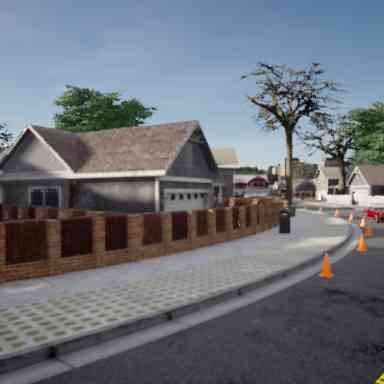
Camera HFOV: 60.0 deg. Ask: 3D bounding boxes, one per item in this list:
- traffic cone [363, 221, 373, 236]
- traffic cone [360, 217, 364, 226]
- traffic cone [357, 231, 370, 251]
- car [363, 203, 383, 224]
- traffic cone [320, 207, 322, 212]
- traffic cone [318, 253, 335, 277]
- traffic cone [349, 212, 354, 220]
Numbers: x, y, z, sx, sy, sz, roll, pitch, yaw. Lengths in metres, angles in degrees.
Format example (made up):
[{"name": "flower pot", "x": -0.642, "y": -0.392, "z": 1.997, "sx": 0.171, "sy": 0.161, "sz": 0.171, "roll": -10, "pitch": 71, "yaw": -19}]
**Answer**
[{"name": "traffic cone", "x": 8.869, "y": 1.879, "z": 16.670, "sx": 0.340, "sy": 0.580, "sz": 0.340, "roll": -1, "pitch": 0, "yaw": 27}, {"name": "traffic cone", "x": 10.800, "y": 1.856, "z": 20.968, "sx": 0.340, "sy": 0.580, "sz": 0.340, "roll": -1, "pitch": 0, "yaw": 21}, {"name": "traffic cone", "x": 6.457, "y": 1.906, "z": 12.623, "sx": 0.340, "sy": 0.580, "sz": 0.340, "roll": -1, "pitch": 0, "yaw": 34}, {"name": "car", "x": 13.544, "y": 1.473, "z": 23.389, "sx": 1.895, "sy": 1.301, "sz": 4.718, "roll": 0, "pitch": 0, "yaw": 16}, {"name": "traffic cone", "x": 13.485, "y": 1.817, "z": 34.820, "sx": 0.340, "sy": 0.580, "sz": 0.340, "roll": -1, "pitch": 0, "yaw": 2}, {"name": "traffic cone", "x": 3.595, "y": 1.933, "z": 8.881, "sx": 0.340, "sy": 0.580, "sz": 0.340, "roll": 0, "pitch": 0, "yaw": 41}, {"name": "traffic cone", "x": 12.224, "y": 1.838, "z": 25.460, "sx": 0.340, "sy": 0.580, "sz": 0.340, "roll": -1, "pitch": 0, "yaw": 14}]
